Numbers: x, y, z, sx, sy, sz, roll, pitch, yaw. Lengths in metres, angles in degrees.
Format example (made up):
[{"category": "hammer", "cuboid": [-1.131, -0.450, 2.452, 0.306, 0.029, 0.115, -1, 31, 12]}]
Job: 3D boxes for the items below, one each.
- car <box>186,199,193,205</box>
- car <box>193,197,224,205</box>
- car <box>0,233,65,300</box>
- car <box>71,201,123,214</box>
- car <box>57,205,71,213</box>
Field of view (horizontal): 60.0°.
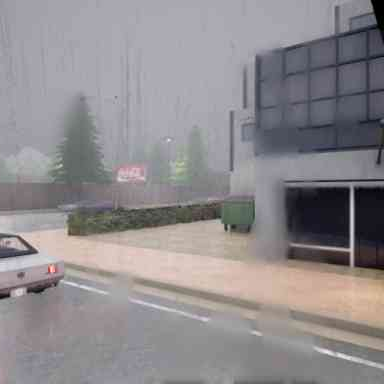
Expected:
[{"category": "car", "cuboid": [1.105, 1.490, 52.911, 2.128, 1.511, 4.902, 0, 0, 39]}, {"category": "car", "cuboid": [2.814, 1.475, 49.450, 1.882, 1.535, 5.008, 0, 0, 38]}, {"category": "car", "cuboid": [-5.024, 1.600, 7.598, 4.718, 1.301, 1.895, 0, 0, 37]}, {"category": "car", "cuboid": [-9.198, 1.598, 33.150, 1.895, 1.301, 4.718, 0, 0, 36]}, {"category": "car", "cuboid": [-11.827, 1.598, 35.487, 1.895, 1.301, 4.718, 0, 0, 36]}]
